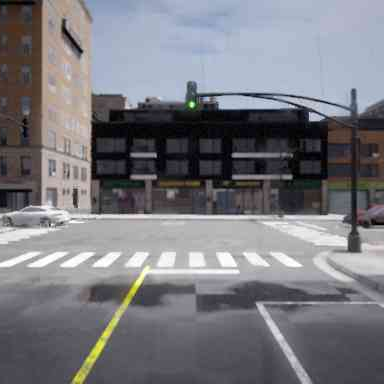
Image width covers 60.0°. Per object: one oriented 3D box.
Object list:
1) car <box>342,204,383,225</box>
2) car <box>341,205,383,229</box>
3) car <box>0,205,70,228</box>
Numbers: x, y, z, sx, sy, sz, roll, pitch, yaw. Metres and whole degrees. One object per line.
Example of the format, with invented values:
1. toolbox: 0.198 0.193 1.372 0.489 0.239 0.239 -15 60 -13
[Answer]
1. car: 15.044 1.784 26.819 5.008 1.535 1.882 0 0 0
2. car: 13.581 1.819 23.560 5.357 1.411 2.033 0 0 0
3. car: -10.970 1.673 23.374 4.674 1.442 1.812 0 -1 8
